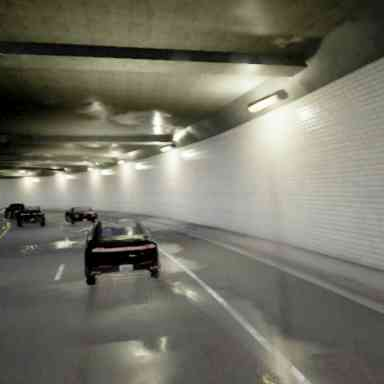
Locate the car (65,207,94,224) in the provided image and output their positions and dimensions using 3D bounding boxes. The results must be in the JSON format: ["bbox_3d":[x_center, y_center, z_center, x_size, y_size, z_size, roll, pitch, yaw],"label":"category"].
[{"bbox_3d":[-9.079,1.836,26.994,1.895,1.301,4.718,-2,0,-27],"label":"car"}]

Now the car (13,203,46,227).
[{"bbox_3d":[-12.709,1.830,26.208,2.128,1.511,4.902,-2,0,-28],"label":"car"}]

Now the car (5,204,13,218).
[{"bbox_3d":[-19.460,2.025,36.991,1.837,1.490,4.892,-1,1,-36],"label":"car"}]

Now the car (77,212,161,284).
[{"bbox_3d":[-2.198,1.546,9.960,2.128,1.511,4.902,-2,0,-16],"label":"car"}]
